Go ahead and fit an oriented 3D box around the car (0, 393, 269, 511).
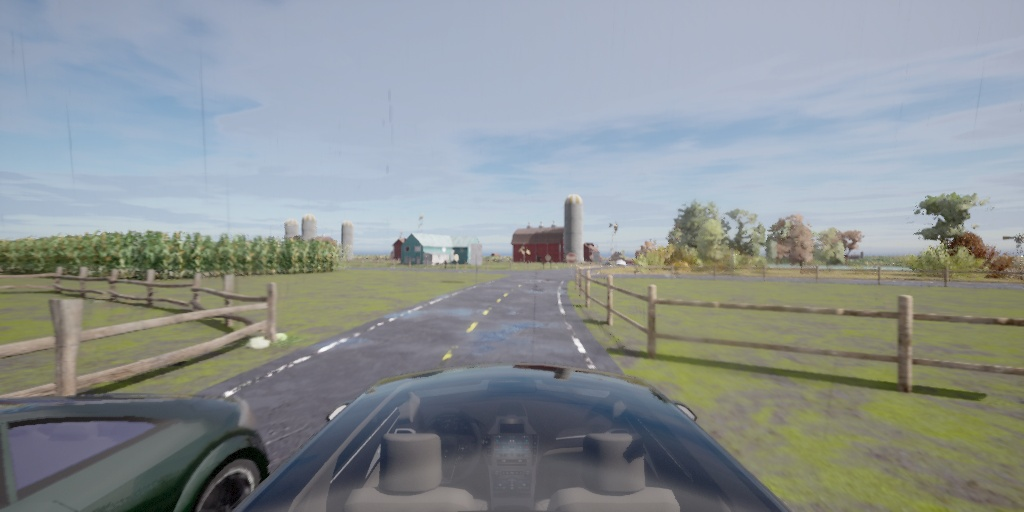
[{"bbox_3d":[-2.754,1.301,0.874,1.994,1.385,4.181,0,0,0],"label":"car"}]
